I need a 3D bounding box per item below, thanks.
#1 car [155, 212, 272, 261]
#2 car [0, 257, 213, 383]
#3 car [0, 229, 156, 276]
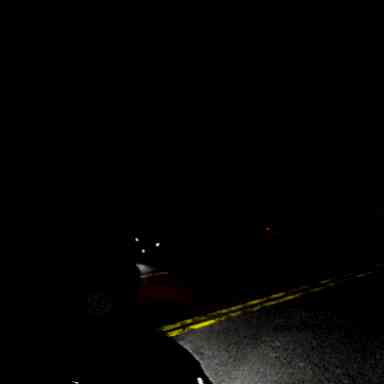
[{"bbox_3d":[0.581,1.476,12.186,5.357,1.411,2.033,-1,0,-36],"label":"car"},{"bbox_3d":[-1.802,1.567,2.184,4.181,1.385,1.994,-1,0,-36],"label":"car"},{"bbox_3d":[-3.295,1.476,5.355,5.008,1.535,1.882,-1,0,-36],"label":"car"}]
